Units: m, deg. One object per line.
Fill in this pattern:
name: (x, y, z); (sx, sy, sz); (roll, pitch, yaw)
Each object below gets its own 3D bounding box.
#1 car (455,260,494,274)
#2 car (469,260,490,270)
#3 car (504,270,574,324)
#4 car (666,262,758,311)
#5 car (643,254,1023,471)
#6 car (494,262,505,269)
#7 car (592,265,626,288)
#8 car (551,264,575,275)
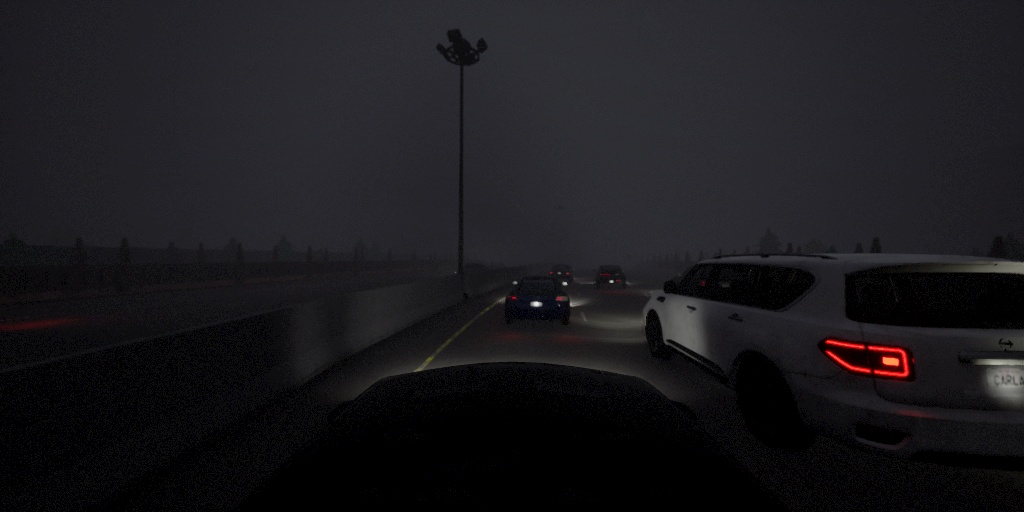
car: (-3.209, 1.292, 29.807); (1.837, 1.490, 4.892); (0, 0, 12)
car: (-4.886, 1.336, 55.108); (1.837, 1.490, 4.892); (0, -1, 13)
car: (0.920, 1.338, 12.141); (1.994, 1.385, 4.181); (0, 0, 7)
car: (8.507, 1.169, 15.772); (2.097, 1.767, 4.553); (0, 0, 9)
car: (3.775, 0.996, 5.323); (2.150, 2.045, 5.566); (0, 0, 3)
car: (-2.379, 1.432, 50.140); (1.895, 1.301, 4.718); (0, 0, 13)
car: (6.612, 1.330, 24.431); (1.837, 1.490, 4.892); (0, 0, 12)
car: (4.130, 1.370, 29.745); (2.033, 1.411, 5.357); (0, 0, 12)
